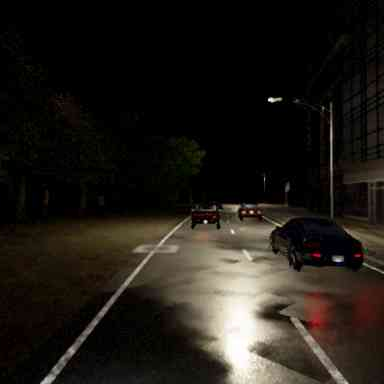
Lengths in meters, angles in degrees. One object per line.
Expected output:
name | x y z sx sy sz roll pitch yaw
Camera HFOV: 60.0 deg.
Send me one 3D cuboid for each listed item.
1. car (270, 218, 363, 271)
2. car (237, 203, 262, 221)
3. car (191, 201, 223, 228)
car | 3.843 1.557 10.875 1.812 1.442 4.674 0 0 2
car | 4.972 1.683 28.999 2.033 1.411 5.357 0 0 5
car | 0.997 1.597 22.928 1.837 1.490 4.892 0 0 4
